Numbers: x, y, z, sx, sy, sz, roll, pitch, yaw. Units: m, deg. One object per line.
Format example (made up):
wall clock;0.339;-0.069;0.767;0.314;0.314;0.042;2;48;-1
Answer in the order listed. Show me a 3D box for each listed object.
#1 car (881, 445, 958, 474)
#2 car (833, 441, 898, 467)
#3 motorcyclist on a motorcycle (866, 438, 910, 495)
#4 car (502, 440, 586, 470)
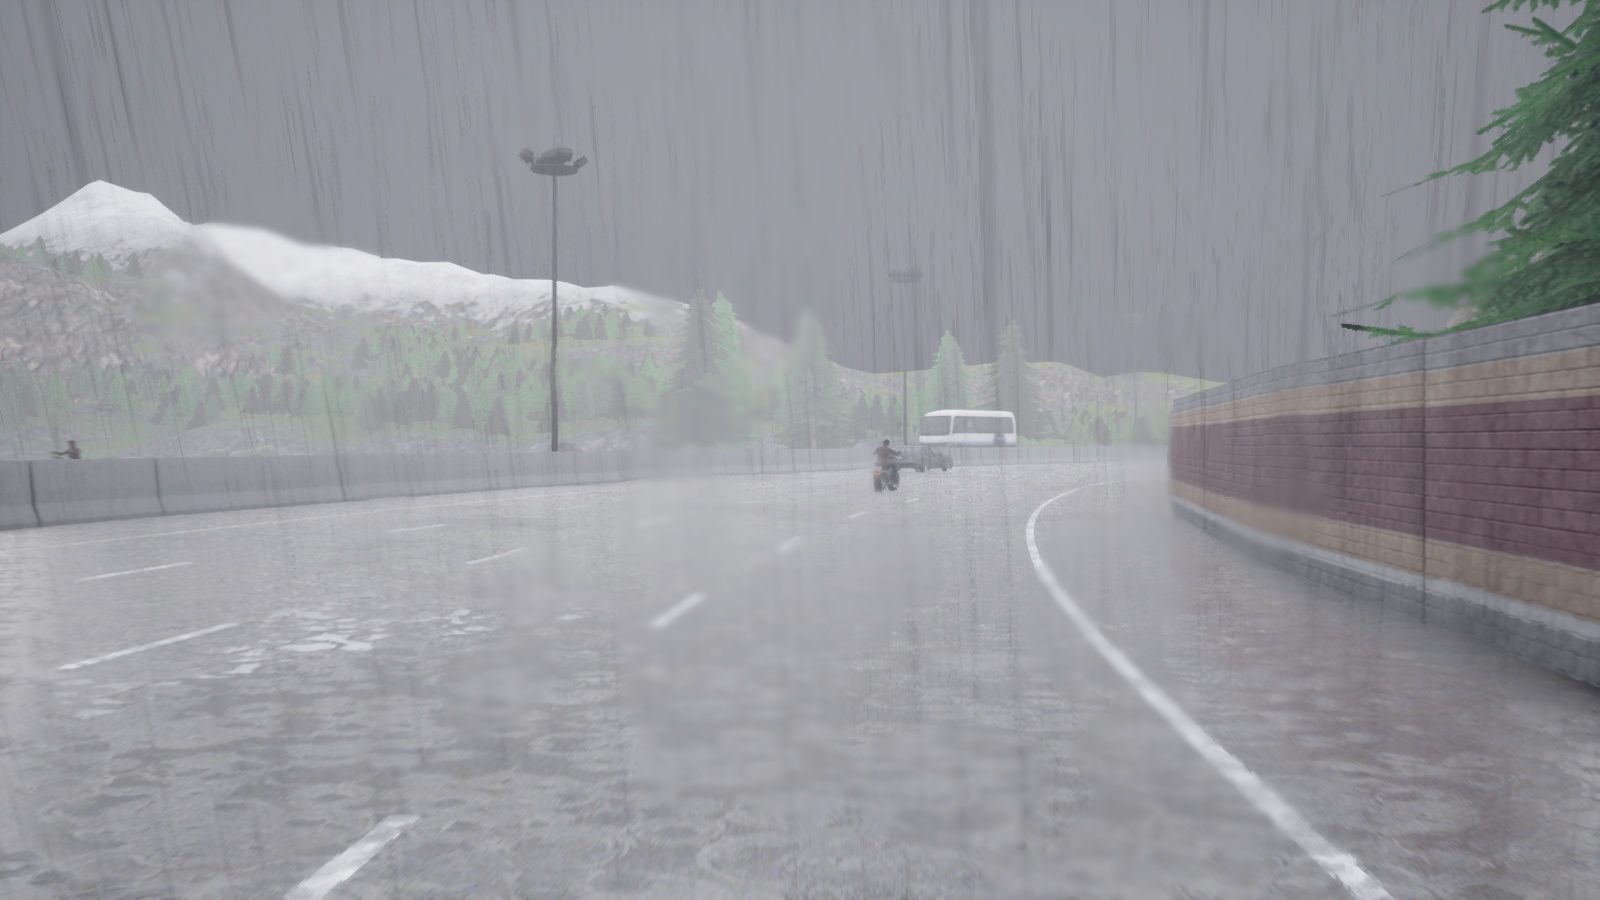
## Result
car;6.208;0.437;64.591;2.033;1.411;5.357;0;0;29
car;4.282;0.220;81.749;2.033;1.649;4.856;0;0;34
motorcyclist on a motorcycle;2.699;0.484;38.249;0.766;1.649;2.350;1;0;17
car;-14.323;0.262;70.502;2.033;1.649;4.856;0;0;27
